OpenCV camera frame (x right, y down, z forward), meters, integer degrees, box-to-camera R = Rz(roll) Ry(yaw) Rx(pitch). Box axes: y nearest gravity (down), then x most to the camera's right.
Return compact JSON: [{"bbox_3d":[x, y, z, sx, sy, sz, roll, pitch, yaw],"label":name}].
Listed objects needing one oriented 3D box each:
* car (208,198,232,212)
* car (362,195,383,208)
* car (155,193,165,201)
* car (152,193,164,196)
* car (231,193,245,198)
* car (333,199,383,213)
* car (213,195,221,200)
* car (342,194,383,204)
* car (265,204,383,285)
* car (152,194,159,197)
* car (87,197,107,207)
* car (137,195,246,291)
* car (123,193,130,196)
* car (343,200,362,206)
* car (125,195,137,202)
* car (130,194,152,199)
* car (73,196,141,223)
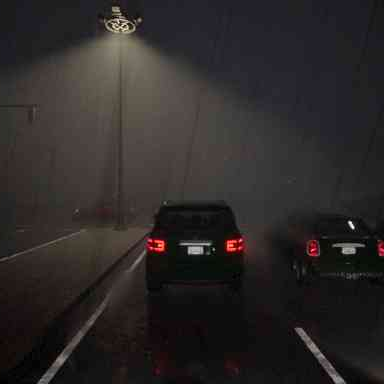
[{"bbox_3d":[3.347,1.547,40.778,2.033,1.411,5.357,0,0,-5],"label":"car"},{"bbox_3d":[7.070,1.221,8.809,2.150,2.045,5.566,0,0,0],"label":"car"},{"bbox_3d":[-8.042,1.210,84.270,2.150,2.045,5.566,0,0,0],"label":"car"},{"bbox_3d":[-8.063,1.225,73.498,2.150,2.045,5.566,0,0,0],"label":"car"},{"bbox_3d":[6.757,1.222,49.658,2.150,2.045,5.566,0,0,3],"label":"car"},{"bbox_3d":[18.196,1.504,36.117,4.892,1.490,1.837,0,0,1],"label":"car"},{"bbox_3d":[7.164,1.552,95.117,1.994,1.385,4.181,0,0,1],"label":"car"},{"bbox_3d":[16.138,1.222,29.134,5.566,2.045,2.150,0,0,1],"label":"car"},{"bbox_3d":[3.571,1.352,9.684,2.097,1.767,4.553,0,0,0],"label":"car"},{"bbox_3d":[-8.108,1.547,62.977,2.033,1.411,5.357,0,0,1],"label":"car"},{"bbox_3d":[-15.135,1.564,53.287,1.994,1.385,4.181,0,0,0],"label":"car"},{"bbox_3d":[0.072,1.221,9.116,2.150,2.045,5.566,0,0,0],"label":"car"},{"bbox_3d":[-15.062,1.225,71.936,2.150,2.045,5.566,0,0,0],"label":"car"},{"bbox_3d":[14.947,1.547,25.590,5.357,1.411,2.033,0,0,0],"label":"car"},{"bbox_3d":[-15.061,1.525,82.036,2.128,1.511,4.902,0,0,0],"label":"car"},{"bbox_3d":[-8.138,1.491,53.230,2.128,1.511,4.902,0,0,0],"label":"car"},{"bbox_3d":[-6.387,1.352,24.683,4.553,1.767,2.097,0,0,-3],"label":"car"}]
